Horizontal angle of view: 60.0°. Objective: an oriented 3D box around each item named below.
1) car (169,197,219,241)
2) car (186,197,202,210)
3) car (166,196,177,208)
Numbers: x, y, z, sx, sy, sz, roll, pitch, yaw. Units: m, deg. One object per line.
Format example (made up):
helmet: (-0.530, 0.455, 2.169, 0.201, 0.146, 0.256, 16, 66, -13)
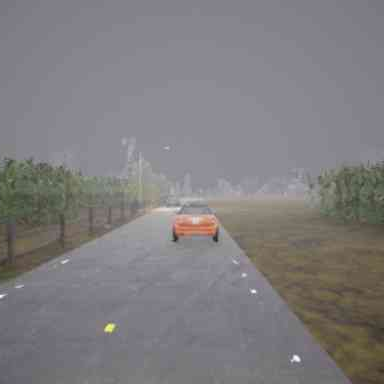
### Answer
car: (0.162, 1.345, 16.827, 2.097, 1.767, 4.553, 0, 0, 0)
car: (0.270, 1.445, 43.254, 2.033, 1.411, 5.357, 0, 0, 0)
car: (-2.567, 1.394, 46.886, 1.837, 1.490, 4.892, 0, 0, 0)
